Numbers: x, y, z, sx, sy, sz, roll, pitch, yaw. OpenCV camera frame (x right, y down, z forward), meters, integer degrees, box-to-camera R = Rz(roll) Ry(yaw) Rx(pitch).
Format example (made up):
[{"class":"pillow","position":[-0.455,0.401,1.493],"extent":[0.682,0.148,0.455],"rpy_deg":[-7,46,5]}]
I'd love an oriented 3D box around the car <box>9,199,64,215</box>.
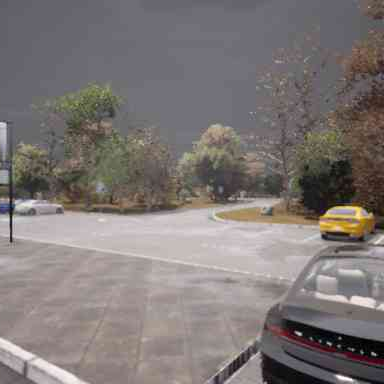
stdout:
[{"class":"car","position":[-15.257,1.533,33.421],"extent":[2.002,1.452,4.674],"rpy_deg":[0,0,36]}]

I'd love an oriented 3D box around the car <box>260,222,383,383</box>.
[{"class":"car","position":[2.565,1.476,4.609],"extent":[2.231,1.521,4.892],"rpy_deg":[0,0,36]}]

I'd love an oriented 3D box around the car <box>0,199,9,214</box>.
[{"class":"car","position":[-17.815,1.496,35.258],"extent":[2.097,1.535,5.008],"rpy_deg":[0,0,36]}]

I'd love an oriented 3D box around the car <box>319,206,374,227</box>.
[{"class":"car","position":[7.919,1.470,16.859],"extent":[2.097,1.535,5.008],"rpy_deg":[0,0,36]}]
